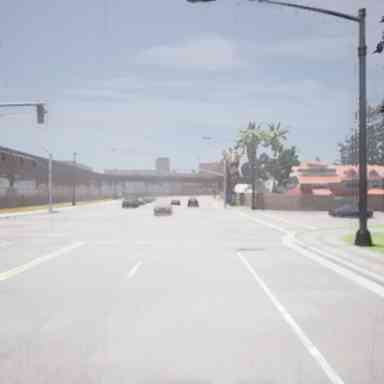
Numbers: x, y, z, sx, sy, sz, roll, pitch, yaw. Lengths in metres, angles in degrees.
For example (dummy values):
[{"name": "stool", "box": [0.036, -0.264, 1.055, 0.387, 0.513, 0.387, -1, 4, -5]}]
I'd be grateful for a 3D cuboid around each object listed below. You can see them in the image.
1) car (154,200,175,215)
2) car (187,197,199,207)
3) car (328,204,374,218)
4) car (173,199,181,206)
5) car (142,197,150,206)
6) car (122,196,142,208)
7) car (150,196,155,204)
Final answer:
[{"name": "car", "box": [-3.352, 2.001, 39.556, 1.895, 1.301, 4.718, 0, -1, 0]}, {"name": "car", "box": [0.182, 1.817, 63.126, 2.097, 1.767, 4.553, 0, 0, 0]}, {"name": "car", "box": [16.165, 1.934, 33.917, 4.181, 1.385, 1.994, 0, -1, -1]}, {"name": "car", "box": [-3.313, 2.022, 67.448, 1.994, 1.385, 4.181, 0, 0, 0]}, {"name": "car", "box": [-10.414, 2.002, 67.126, 2.033, 1.411, 5.357, 0, 0, 0]}, {"name": "car", "box": [-10.482, 1.691, 57.007, 2.150, 2.045, 5.566, 0, 0, 1]}, {"name": "car", "box": [-10.401, 1.955, 76.846, 1.994, 1.385, 4.181, 0, 0, 0]}]
